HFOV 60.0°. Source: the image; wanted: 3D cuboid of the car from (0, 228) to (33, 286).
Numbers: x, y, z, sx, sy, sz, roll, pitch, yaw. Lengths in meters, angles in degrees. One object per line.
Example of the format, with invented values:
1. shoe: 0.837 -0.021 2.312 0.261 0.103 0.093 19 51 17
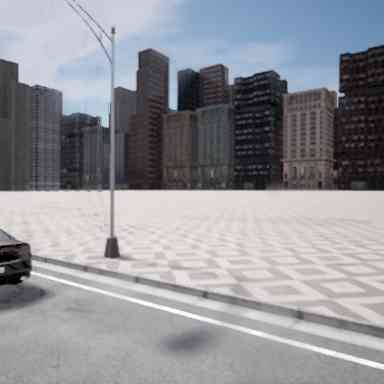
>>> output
1. car: -5.969 1.456 8.250 5.008 1.535 1.882 0 0 35
